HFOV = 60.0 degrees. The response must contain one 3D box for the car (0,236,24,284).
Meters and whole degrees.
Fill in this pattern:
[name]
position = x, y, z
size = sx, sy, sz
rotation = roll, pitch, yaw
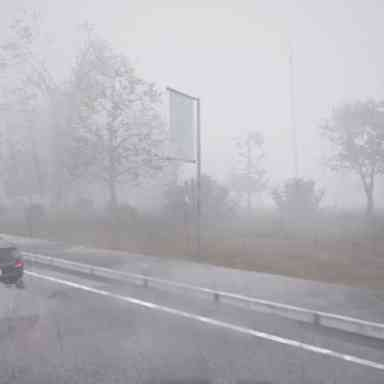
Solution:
[car]
position = -5.980, 1.528, 8.259
size = 4.674, 1.442, 1.812
rotation = 0, 0, 35
